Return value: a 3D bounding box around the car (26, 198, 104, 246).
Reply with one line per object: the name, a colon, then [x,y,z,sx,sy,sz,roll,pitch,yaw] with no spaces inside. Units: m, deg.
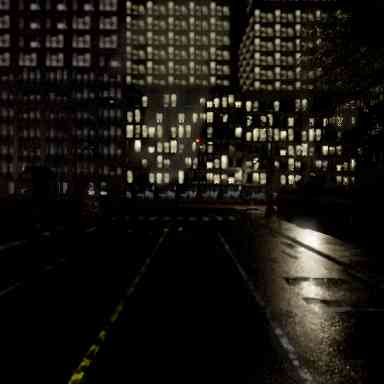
car: [-5.390,1.215,14.849,2.192,1.841,5.009,0,0,0]
